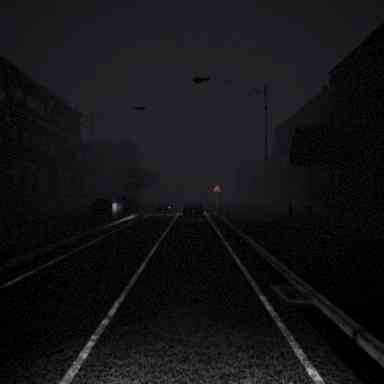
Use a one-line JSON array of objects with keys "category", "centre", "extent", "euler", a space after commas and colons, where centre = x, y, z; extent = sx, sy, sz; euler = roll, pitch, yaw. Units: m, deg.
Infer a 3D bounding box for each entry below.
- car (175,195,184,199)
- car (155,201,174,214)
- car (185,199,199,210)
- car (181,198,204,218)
[{"category": "car", "centre": [-2.976, 1.429, 78.677], "extent": [1.812, 1.442, 4.674], "euler": [0, 0, 0]}, {"category": "car", "centre": [-3.081, 1.718, 37.580], "extent": [1.895, 1.301, 4.718], "euler": [0, 0, 0]}, {"category": "car", "centre": [0.040, 1.699, 47.036], "extent": [1.812, 1.442, 4.674], "euler": [0, 0, 0]}, {"category": "car", "centre": [0.106, 1.562, 31.618], "extent": [1.882, 1.535, 5.008], "euler": [0, -1, 0]}]
